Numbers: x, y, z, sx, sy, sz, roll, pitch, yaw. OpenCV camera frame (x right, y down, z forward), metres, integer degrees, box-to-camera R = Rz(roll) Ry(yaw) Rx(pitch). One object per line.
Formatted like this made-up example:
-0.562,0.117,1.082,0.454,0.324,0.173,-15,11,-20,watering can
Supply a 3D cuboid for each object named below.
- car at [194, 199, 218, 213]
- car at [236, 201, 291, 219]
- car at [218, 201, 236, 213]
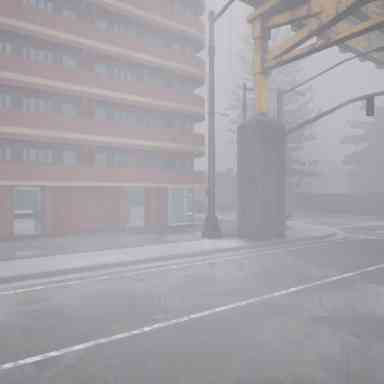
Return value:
0.276,1.478,36.833,1.882,1.535,5.008,0,0,-36,car
6.239,1.526,28.463,1.812,1.442,4.674,0,0,-36,car
4.531,1.601,37.205,1.895,1.301,4.718,0,0,-35,car
